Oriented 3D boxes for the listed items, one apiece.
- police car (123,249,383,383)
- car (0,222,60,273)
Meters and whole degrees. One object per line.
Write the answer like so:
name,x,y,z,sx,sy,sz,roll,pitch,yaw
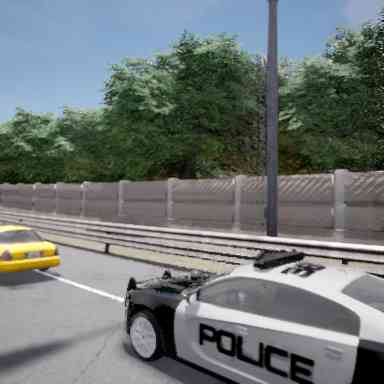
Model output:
police car,1.027,1.619,4.477,5.238,1.638,1.930,-1,-3,42
car,-6.367,1.773,11.155,5.366,1.575,1.801,-1,-3,42
